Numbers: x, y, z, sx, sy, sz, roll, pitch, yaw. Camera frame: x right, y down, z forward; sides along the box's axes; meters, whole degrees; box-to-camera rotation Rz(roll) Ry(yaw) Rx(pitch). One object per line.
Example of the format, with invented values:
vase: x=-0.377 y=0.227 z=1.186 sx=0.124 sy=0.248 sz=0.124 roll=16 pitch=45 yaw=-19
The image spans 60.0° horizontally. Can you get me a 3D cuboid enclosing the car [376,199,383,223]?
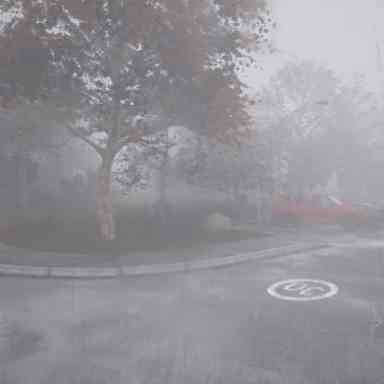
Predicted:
car: x=9.845 y=1.389 z=21.696 sx=4.792 sy=1.488 sz=2.163 roll=-1 pitch=0 yaw=31

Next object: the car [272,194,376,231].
car: x=7.594 y=1.126 z=19.837 sx=5.566 sy=2.045 sz=2.435 roll=-1 pitch=-1 yaw=31
